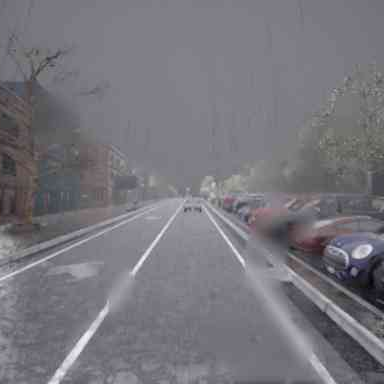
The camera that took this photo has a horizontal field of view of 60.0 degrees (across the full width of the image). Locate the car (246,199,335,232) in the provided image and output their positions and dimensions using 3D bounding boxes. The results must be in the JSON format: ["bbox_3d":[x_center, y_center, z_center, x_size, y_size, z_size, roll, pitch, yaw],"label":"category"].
[{"bbox_3d":[5.628,1.303,19.513,4.553,1.767,2.185,0,0,0],"label":"car"}]

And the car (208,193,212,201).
[{"bbox_3d":[5.599,1.324,55.948,4.892,1.521,2.231,0,0,0],"label":"car"}]

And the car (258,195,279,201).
[{"bbox_3d":[18.662,1.376,81.187,4.674,1.452,2.002,0,0,0],"label":"car"}]

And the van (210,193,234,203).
[{"bbox_3d":[5.707,1.095,64.363,4.442,1.987,1.878,0,0,0],"label":"van"}]

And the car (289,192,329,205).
[{"bbox_3d":[18.659,1.075,53.341,5.566,2.045,2.435,0,0,0],"label":"car"}]

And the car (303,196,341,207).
[{"bbox_3d":[18.693,1.376,47.894,4.674,1.452,2.002,0,0,0],"label":"car"}]

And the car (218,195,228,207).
[{"bbox_3d":[5.604,1.401,36.333,4.792,1.488,2.163,0,0,0],"label":"car"}]

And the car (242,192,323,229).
[{"bbox_3d":[5.635,1.187,16.709,5.566,2.045,2.435,0,0,0],"label":"car"}]

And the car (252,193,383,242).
[{"bbox_3d":[5.639,1.196,13.906,5.566,2.045,2.435,0,0,0],"label":"car"}]

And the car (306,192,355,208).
[{"bbox_3d":[18.671,1.093,44.986,5.566,2.045,2.435,0,0,0],"label":"car"}]

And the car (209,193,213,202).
[{"bbox_3d":[5.578,1.355,53.150,4.792,1.488,2.163,0,0,0],"label":"car"}]

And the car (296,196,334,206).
[{"bbox_3d":[18.686,1.331,50.555,5.008,1.535,2.097,0,0,0],"label":"car"}]

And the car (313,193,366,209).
[{"bbox_3d":[18.675,1.102,42.324,5.566,2.045,2.435,0,0,0],"label":"car"}]

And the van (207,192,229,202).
[{"bbox_3d":[5.468,1.095,69.969,4.442,1.987,1.878,0,0,0],"label":"van"}]

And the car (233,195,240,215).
[{"bbox_3d":[5.682,1.284,25.119,4.553,1.767,2.185,0,0,0],"label":"car"}]

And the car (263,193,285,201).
[{"bbox_3d":[18.629,1.198,75.619,4.553,1.767,2.185,0,0,0],"label":"car"}]

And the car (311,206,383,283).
[{"bbox_3d":[5.708,1.341,8.300,4.553,1.767,2.185,0,0,0],"label":"car"}]

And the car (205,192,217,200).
[{"bbox_3d":[5.627,1.071,58.755,5.566,2.045,2.435,0,0,0],"label":"car"}]

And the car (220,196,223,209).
[{"bbox_3d":[5.608,1.411,33.529,4.792,1.488,2.163,0,0,0],"label":"car"}]

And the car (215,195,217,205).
[{"bbox_3d":[5.654,1.382,41.939,4.792,1.488,2.163,0,0,0],"label":"car"}]

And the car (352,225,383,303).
[{"bbox_3d":[5.675,1.477,5.497,4.892,1.521,2.231,0,0,0],"label":"car"}]

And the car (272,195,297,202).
[{"bbox_3d":[18.664,1.362,67.266,4.674,1.452,2.002,0,0,0],"label":"car"}]

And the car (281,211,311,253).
[{"bbox_3d":[5.670,1.497,11.103,4.674,1.452,2.002,0,0,0],"label":"car"}]

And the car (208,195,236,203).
[{"bbox_3d":[5.589,1.321,61.559,5.008,1.535,2.097,0,0,0],"label":"car"}]

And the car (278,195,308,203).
[{"bbox_3d":[18.668,1.323,61.695,5.008,1.535,2.097,0,0,0],"label":"car"}]

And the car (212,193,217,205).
[{"bbox_3d":[5.806,1.340,44.743,5.366,1.575,1.946,0,0,0],"label":"car"}]

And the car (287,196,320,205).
[{"bbox_3d":[18.711,1.354,56.125,4.792,1.488,2.163,0,0,0],"label":"car"}]

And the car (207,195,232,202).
[{"bbox_3d":[5.581,1.322,67.165,4.892,1.521,2.231,0,0,0],"label":"car"}]

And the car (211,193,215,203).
[{"bbox_3d":[5.611,1.335,47.542,5.008,1.535,2.097,0,0,0],"label":"car"}]

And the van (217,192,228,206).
[{"bbox_3d":[5.512,1.137,39.135,4.442,1.987,1.878,0,0,0],"label":"van"}]

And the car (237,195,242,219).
[{"bbox_3d":[5.624,1.294,22.316,4.553,1.767,2.185,0,0,0],"label":"car"}]

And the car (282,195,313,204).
[{"bbox_3d":[18.649,1.353,58.910,4.792,1.488,2.163,0,0,0],"label":"car"}]

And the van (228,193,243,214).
[{"bbox_3d":[5.530,1.174,27.922,4.442,1.987,1.878,0,0,0],"label":"van"}]

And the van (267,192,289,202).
[{"bbox_3d":[18.778,1.095,72.838,4.442,1.987,1.878,0,0,0],"label":"van"}]

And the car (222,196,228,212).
[{"bbox_3d":[5.637,1.391,30.726,5.008,1.535,2.097,0,0,0],"label":"car"}]

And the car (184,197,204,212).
[{"bbox_3d":[0.092,1.496,37.540,1.895,1.301,4.718,0,0,0],"label":"car"}]

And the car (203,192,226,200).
[{"bbox_3d":[5.609,1.095,83.985,5.566,2.045,2.435,0,0,0],"label":"car"}]
